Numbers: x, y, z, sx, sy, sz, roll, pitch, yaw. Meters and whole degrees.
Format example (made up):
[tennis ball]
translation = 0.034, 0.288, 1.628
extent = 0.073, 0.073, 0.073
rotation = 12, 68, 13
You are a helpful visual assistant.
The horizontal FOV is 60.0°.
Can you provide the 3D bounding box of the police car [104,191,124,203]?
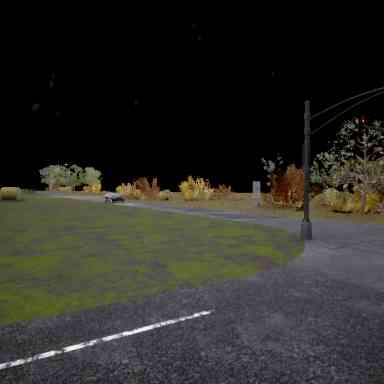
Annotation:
[police car]
translation = -11.650, 0.744, 49.720
extent = 1.930, 1.638, 5.238
rotation = 1, 0, -32
